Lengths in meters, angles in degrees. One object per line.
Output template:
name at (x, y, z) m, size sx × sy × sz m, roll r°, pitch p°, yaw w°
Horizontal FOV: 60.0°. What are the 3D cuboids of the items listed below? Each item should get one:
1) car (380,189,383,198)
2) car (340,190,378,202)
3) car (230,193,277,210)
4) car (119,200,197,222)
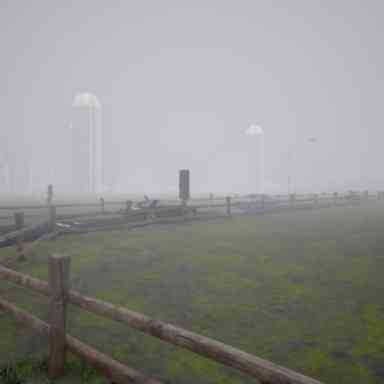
car at (27.829, 0.344, 47.225) m, size 4.892 × 1.490 × 1.837 m, roll -1°, pitch 1°, yaw -42°
car at (20.553, 0.548, 40.550) m, size 5.357 × 1.411 × 2.033 m, roll -1°, pitch 1°, yaw -42°
car at (5.894, 0.840, 31.148) m, size 5.357 × 1.411 × 2.033 m, roll -1°, pitch 1°, yaw -42°
car at (-1.903, 1.104, 20.214) m, size 4.718 × 1.301 × 1.895 m, roll -1°, pitch 1°, yaw -42°
